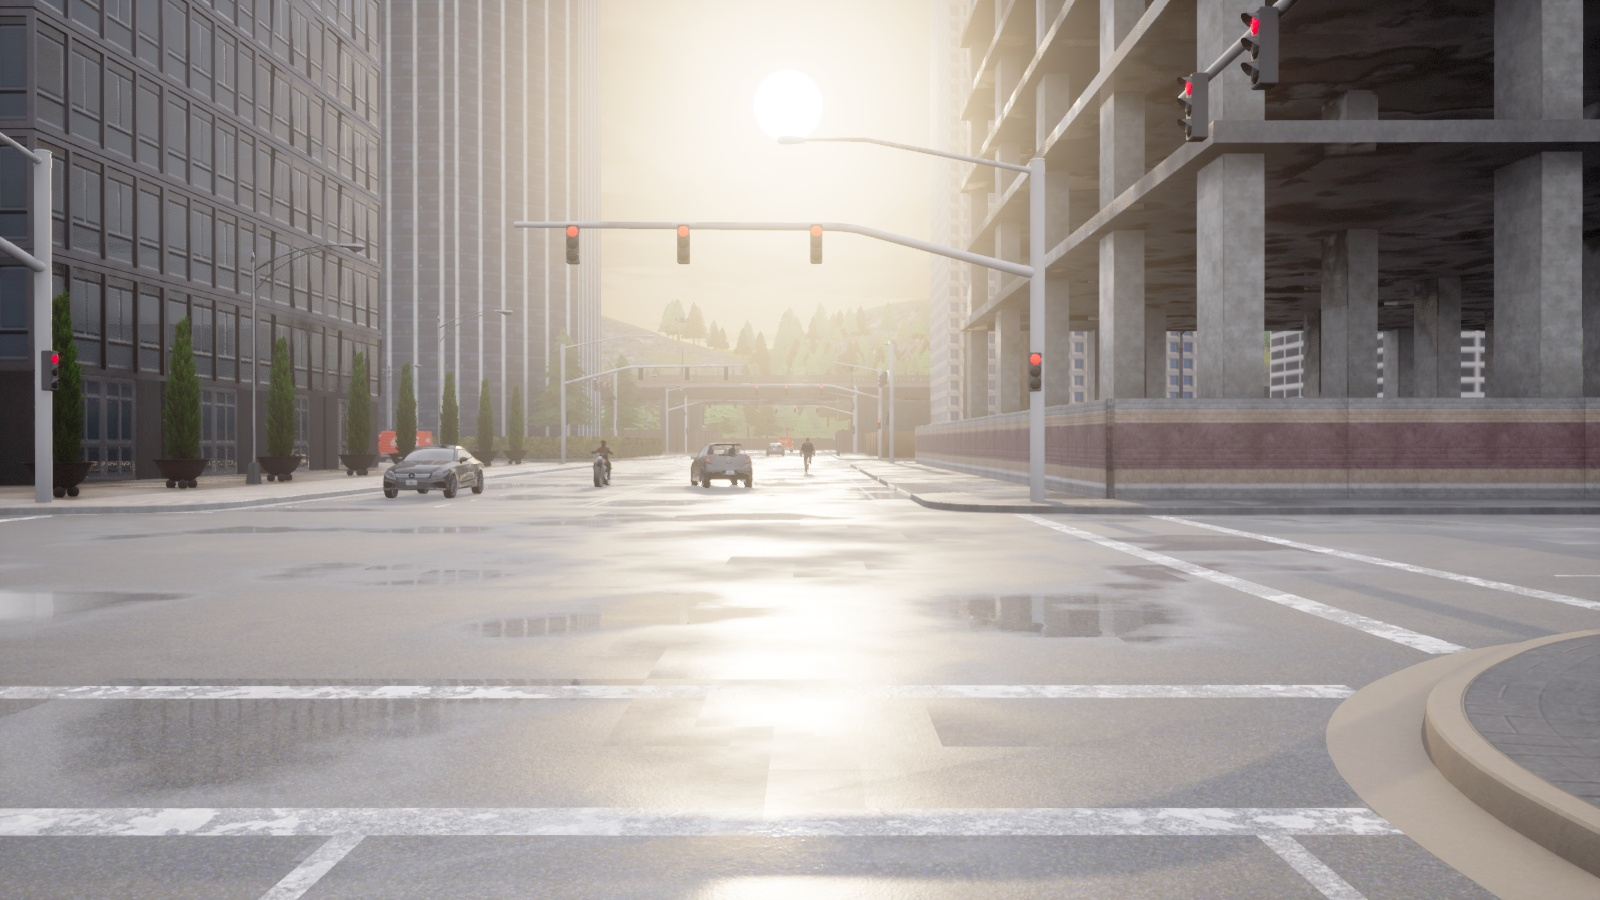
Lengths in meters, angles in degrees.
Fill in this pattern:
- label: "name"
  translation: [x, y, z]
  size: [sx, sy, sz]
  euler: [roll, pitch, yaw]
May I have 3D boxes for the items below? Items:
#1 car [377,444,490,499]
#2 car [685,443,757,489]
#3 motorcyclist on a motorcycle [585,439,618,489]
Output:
- label: "car"
  translation: [-10.276, 0.563, 35.567]
  size: [1.812, 1.442, 4.674]
  euler: [0, 1, 0]
- label: "car"
  translation: [-2.730, 0.517, 42.746]
  size: [1.845, 1.501, 3.633]
  euler: [0, 0, -13]
- label: "motorcyclist on a motorcycle"
  translation: [-6.734, 0.450, 42.694]
  size: [0.766, 1.649, 2.350]
  euler: [0, 1, 0]
